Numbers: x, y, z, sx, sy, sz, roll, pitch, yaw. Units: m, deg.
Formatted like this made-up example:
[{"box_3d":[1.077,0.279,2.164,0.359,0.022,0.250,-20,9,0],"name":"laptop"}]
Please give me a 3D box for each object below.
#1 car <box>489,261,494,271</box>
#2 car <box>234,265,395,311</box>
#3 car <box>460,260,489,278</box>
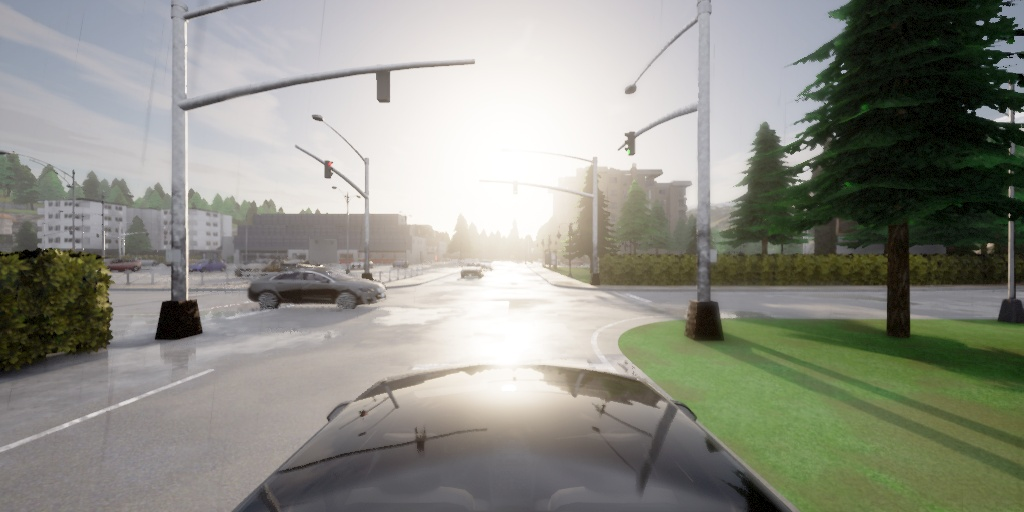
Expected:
[{"box_3d":[-3.621,1.259,48.251,1.812,1.442,4.674,0,1,0],"name":"car"},{"box_3d":[-7.440,1.237,13.864,4.902,1.511,2.128,0,0,1],"name":"car"},{"box_3d":[-3.623,1.285,33.762,2.033,1.411,5.357,0,0,0],"name":"car"}]
